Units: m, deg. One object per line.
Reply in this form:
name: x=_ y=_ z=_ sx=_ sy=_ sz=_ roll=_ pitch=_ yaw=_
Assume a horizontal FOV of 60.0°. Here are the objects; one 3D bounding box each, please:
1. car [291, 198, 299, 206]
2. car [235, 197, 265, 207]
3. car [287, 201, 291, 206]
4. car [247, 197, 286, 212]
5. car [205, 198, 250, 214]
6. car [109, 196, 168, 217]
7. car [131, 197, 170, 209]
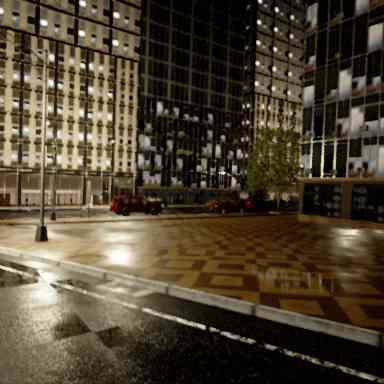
car: x=18.240 y=1.703 z=57.338 sx=4.313 sy=1.339 sz=1.947 roll=1 pitch=2 yaw=-35
car: x=8.899 y=1.556 z=50.913 sx=4.313 sy=1.339 sz=1.947 roll=1 pitch=2 yaw=-35
car: x=13.569 y=1.645 z=54.126 sx=4.206 sy=1.307 sz=1.802 roll=1 pitch=2 yaw=-35
car: x=8.697 y=1.544 z=41.204 sx=5.009 sy=1.841 sz=2.192 roll=1 pitch=2 yaw=-35
car: x=4.018 y=1.700 z=37.997 sx=4.507 sy=1.381 sz=1.887 roll=1 pitch=2 yaw=-35
car: x=-5.314 y=1.325 z=31.567 sx=5.009 sy=1.841 sz=2.192 roll=1 pitch=2 yaw=-35
car: x=-5.112 y=1.321 z=41.275 sx=4.403 sy=1.369 sz=2.008 roll=1 pitch=2 yaw=-35
